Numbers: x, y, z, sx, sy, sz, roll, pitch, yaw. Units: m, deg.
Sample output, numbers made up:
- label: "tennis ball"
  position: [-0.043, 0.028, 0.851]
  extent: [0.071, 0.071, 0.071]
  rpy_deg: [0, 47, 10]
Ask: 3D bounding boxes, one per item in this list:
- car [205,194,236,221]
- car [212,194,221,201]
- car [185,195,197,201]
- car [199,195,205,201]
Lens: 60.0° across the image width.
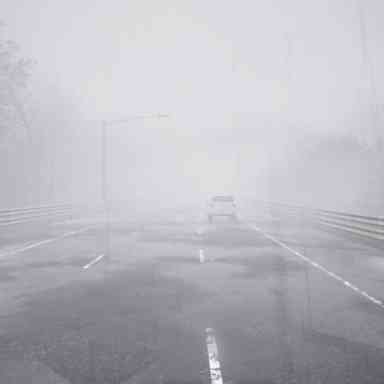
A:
- label: "car"
  position: [2.419, 1.233, 27.760]
  extent: [2.150, 2.045, 5.566]
  rpy_deg: [0, 0, 2]
- label: "car"
  position: [6.431, 1.436, 86.264]
  extent: [2.097, 1.767, 4.553]
  rpy_deg: [0, 0, 6]
- label: "car"
  position: [-0.657, 1.620, 85.767]
  extent: [2.033, 1.411, 5.357]
  rpy_deg: [0, 0, 6]
- label: "car"
  position: [2.872, 1.675, 85.870]
  extent: [1.895, 1.301, 4.718]
  rpy_deg: [0, 0, 6]
